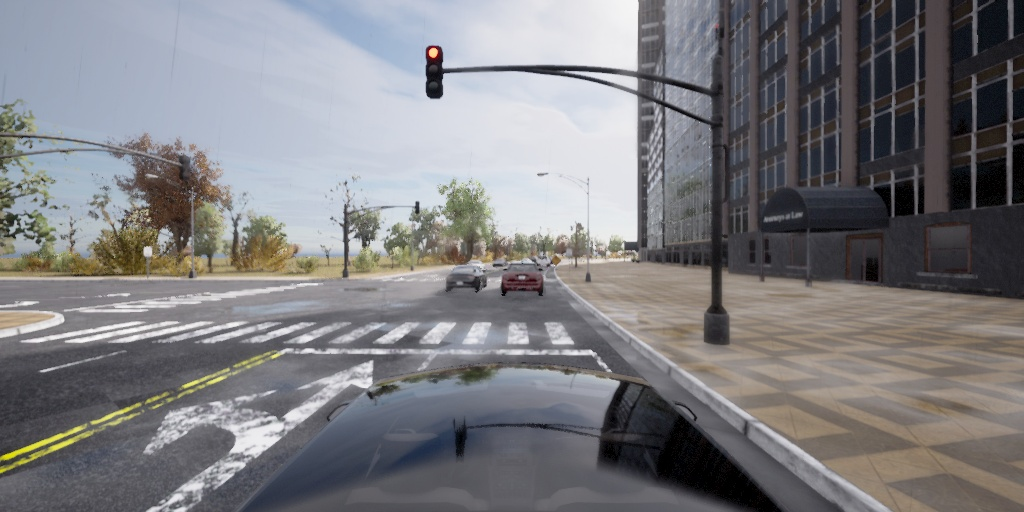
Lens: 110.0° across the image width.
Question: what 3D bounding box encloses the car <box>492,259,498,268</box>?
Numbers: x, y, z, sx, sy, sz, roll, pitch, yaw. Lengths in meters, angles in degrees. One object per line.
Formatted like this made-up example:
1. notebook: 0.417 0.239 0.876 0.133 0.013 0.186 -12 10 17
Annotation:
1. car: -1.946 1.241 59.233 2.033 1.411 5.357 0 0 9

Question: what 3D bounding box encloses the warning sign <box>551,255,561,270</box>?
1. warning sign: 5.412 0.825 44.027 1.300 1.860 1.060 0 0 7

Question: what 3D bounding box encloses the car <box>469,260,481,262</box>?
1. car: -4.313 1.233 41.728 1.812 1.442 4.674 0 0 6

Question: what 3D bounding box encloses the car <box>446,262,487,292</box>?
1. car: -2.579 1.254 20.866 1.812 1.442 4.674 0 0 3

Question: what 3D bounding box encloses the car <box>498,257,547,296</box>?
1. car: 0.604 1.082 19.494 2.097 1.767 4.553 0 0 3
